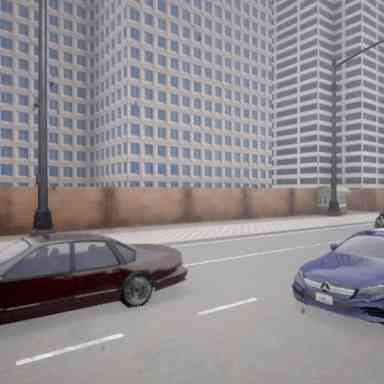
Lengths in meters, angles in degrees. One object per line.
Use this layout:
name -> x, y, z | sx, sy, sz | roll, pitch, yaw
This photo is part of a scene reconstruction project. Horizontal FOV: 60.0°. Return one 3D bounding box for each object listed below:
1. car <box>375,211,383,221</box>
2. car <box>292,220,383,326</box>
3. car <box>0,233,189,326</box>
car -> 11.304, 1.223, 16.441 | 5.566, 2.045, 2.150 | 0, 0, -36
car -> 4.102, 1.526, 6.939 | 4.674, 1.442, 1.812 | 0, 0, -36
car -> -2.638, 1.547, 6.384 | 5.357, 1.411, 2.033 | 0, 0, -36
